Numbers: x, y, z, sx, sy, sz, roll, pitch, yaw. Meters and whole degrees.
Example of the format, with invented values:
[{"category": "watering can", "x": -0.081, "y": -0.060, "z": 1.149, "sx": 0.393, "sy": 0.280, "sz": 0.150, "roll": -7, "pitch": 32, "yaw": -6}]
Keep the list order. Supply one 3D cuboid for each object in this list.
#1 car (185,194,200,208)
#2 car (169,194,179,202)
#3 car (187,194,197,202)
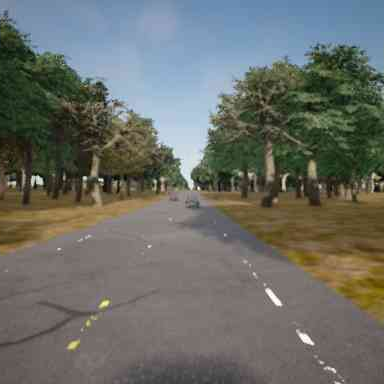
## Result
[{"category": "car", "x": 0.057, "y": 1.369, "z": 45.984, "sx": 2.128, "sy": 1.511, "sz": 4.902, "roll": 0, "pitch": 1, "yaw": 0}, {"category": "car", "x": -3.567, "y": 1.094, "z": 66.116, "sx": 1.837, "sy": 1.490, "sz": 4.892, "roll": 0, "pitch": 1, "yaw": 0}, {"category": "car", "x": 0.036, "y": 1.134, "z": 63.842, "sx": 1.837, "sy": 1.490, "sz": 4.892, "roll": 0, "pitch": 1, "yaw": 0}]
